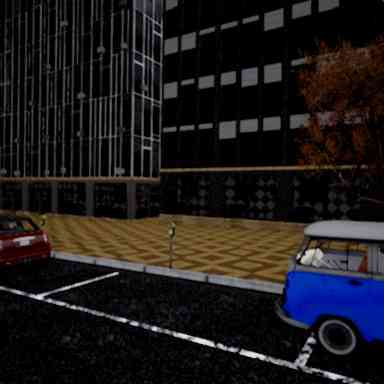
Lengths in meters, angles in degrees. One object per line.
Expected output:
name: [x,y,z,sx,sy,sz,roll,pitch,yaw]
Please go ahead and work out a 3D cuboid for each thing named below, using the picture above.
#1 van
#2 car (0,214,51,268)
van: [3.270,1.345,4.493,3.998,1.788,1.690,0,1,31]
car: [-6.347,1.445,10.330,4.097,1.590,1.967,0,1,31]
